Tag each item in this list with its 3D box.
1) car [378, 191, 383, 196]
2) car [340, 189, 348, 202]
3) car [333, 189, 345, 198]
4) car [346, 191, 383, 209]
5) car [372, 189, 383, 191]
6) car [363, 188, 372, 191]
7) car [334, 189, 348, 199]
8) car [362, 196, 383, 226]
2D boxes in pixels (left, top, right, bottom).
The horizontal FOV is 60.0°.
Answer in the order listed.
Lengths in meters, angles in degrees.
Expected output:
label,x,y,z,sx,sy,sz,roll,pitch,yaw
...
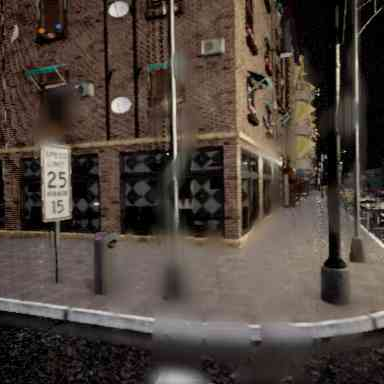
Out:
label,x,y,z,sx,sy,sz,roll,pitch,yaw
car,18.370,0.869,30.156,1.994,1.385,4.181,-1,1,20
car,21.276,0.580,45.689,1.752,1.417,4.829,-1,1,20
car,27.237,0.280,61.702,1.752,1.417,4.829,-1,1,20
car,15.375,0.909,29.835,2.008,1.369,4.403,-1,1,20
car,29.541,0.413,51.273,1.994,1.385,4.181,-1,1,20
car,43.103,-0.145,80.301,1.802,1.307,4.206,-1,1,20
car,25.306,0.291,56.523,1.967,1.590,4.097,-1,1,20
car,11.400,1.116,19.159,2.008,1.369,4.403,-1,1,20
